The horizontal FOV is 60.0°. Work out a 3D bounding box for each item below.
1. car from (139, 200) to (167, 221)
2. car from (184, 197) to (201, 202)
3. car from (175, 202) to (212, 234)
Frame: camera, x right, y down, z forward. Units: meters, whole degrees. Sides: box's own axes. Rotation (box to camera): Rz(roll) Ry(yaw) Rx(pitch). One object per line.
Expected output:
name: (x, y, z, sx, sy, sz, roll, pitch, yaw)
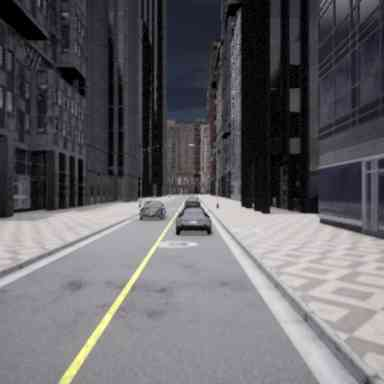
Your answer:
car: (-3.105, 1.444, 26.935, 1.837, 1.490, 4.892, 0, 0, 0)
car: (0.085, 1.391, 39.779, 1.837, 1.490, 4.892, 0, 0, 0)
car: (0.093, 1.531, 19.164, 1.994, 1.385, 4.181, 0, 0, 0)
